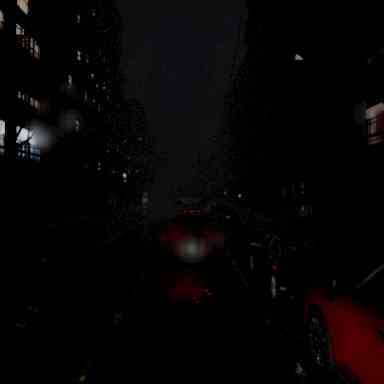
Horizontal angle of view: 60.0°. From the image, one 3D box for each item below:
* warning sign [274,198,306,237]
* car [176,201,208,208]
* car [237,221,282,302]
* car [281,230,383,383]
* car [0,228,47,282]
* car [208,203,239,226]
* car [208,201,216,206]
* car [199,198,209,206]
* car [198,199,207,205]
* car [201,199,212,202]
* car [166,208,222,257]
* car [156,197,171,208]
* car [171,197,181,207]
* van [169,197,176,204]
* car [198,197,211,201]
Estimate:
[{"bbox_3d":[4.950,1.280,16.882,1.300,1.860,1.060,1,0,0],"label":"warning sign"},{"bbox_3d":[0.017,1.771,28.513,2.128,1.511,4.902,0,0,1],"label":"car"},{"bbox_3d":[2.521,1.632,8.274,2.008,1.369,4.403,-1,-1,0],"label":"car"},{"bbox_3d":[2.520,1.342,2.612,2.192,1.841,5.009,-1,-1,0],"label":"car"},{"bbox_3d":[-5.326,1.650,8.625,1.947,1.339,4.313,-1,-1,0],"label":"car"},{"bbox_3d":[2.518,1.812,25.266,1.947,1.339,4.313,-1,-1,0],"label":"car"},{"bbox_3d":[2.516,1.847,30.931,1.887,1.381,4.507,-1,-1,0],"label":"car"},{"bbox_3d":[2.544,2.141,70.580,1.967,1.590,4.097,-1,-1,0],"label":"car"},{"bbox_3d":[2.538,2.363,81.907,1.887,1.381,4.507,-1,-1,0],"label":"car"},{"bbox_3d":[2.514,1.966,42.259,2.008,1.369,4.403,-1,-1,0],"label":"car"},{"bbox_3d":[0.020,1.638,13.502,1.837,1.490,4.892,0,0,1],"label":"car"},{"bbox_3d":[-5.338,2.028,59.484,1.967,1.590,4.097,-1,-1,0],"label":"car"},{"bbox_3d":[-2.781,2.209,65.351,1.994,1.385,4.181,0,-1,0],"label":"car"},{"bbox_3d":[-5.347,2.277,93.391,1.690,1.788,3.998,-1,-1,0],"label":"van"},{"bbox_3d":[2.529,1.901,59.253,2.192,1.841,5.009,-1,-1,0],"label":"car"}]
